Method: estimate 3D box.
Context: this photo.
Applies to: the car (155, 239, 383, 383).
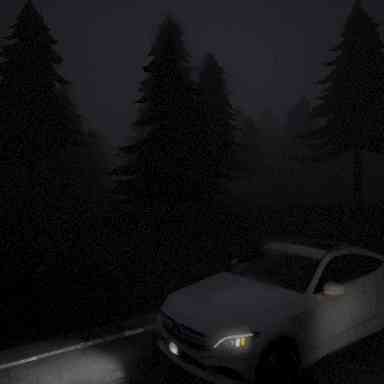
[{"bbox_3d":[1.688,1.526,5.190,4.674,1.442,1.812,0,0,-35],"label":"car"}]
